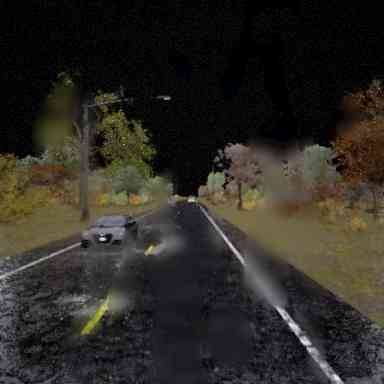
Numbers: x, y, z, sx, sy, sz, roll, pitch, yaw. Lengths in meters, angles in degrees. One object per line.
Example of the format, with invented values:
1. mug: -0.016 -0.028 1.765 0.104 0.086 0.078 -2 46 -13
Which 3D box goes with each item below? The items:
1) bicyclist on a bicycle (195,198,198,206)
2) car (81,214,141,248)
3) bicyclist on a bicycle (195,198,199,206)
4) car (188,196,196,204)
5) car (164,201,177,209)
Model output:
1. bicyclist on a bicycle: 0.940 2.176 73.519 0.659 1.776 1.843 0 0 0
2. car: -3.604 1.724 15.383 1.994 1.385 4.181 0 -1 0
3. bicyclist on a bicycle: 0.936 2.138 64.565 0.866 1.612 1.509 0 -1 0
4. car: -0.027 2.201 93.514 2.150 2.045 5.566 0 -1 0
5. car: -3.558 2.148 55.832 2.033 1.411 5.357 0 -1 1
